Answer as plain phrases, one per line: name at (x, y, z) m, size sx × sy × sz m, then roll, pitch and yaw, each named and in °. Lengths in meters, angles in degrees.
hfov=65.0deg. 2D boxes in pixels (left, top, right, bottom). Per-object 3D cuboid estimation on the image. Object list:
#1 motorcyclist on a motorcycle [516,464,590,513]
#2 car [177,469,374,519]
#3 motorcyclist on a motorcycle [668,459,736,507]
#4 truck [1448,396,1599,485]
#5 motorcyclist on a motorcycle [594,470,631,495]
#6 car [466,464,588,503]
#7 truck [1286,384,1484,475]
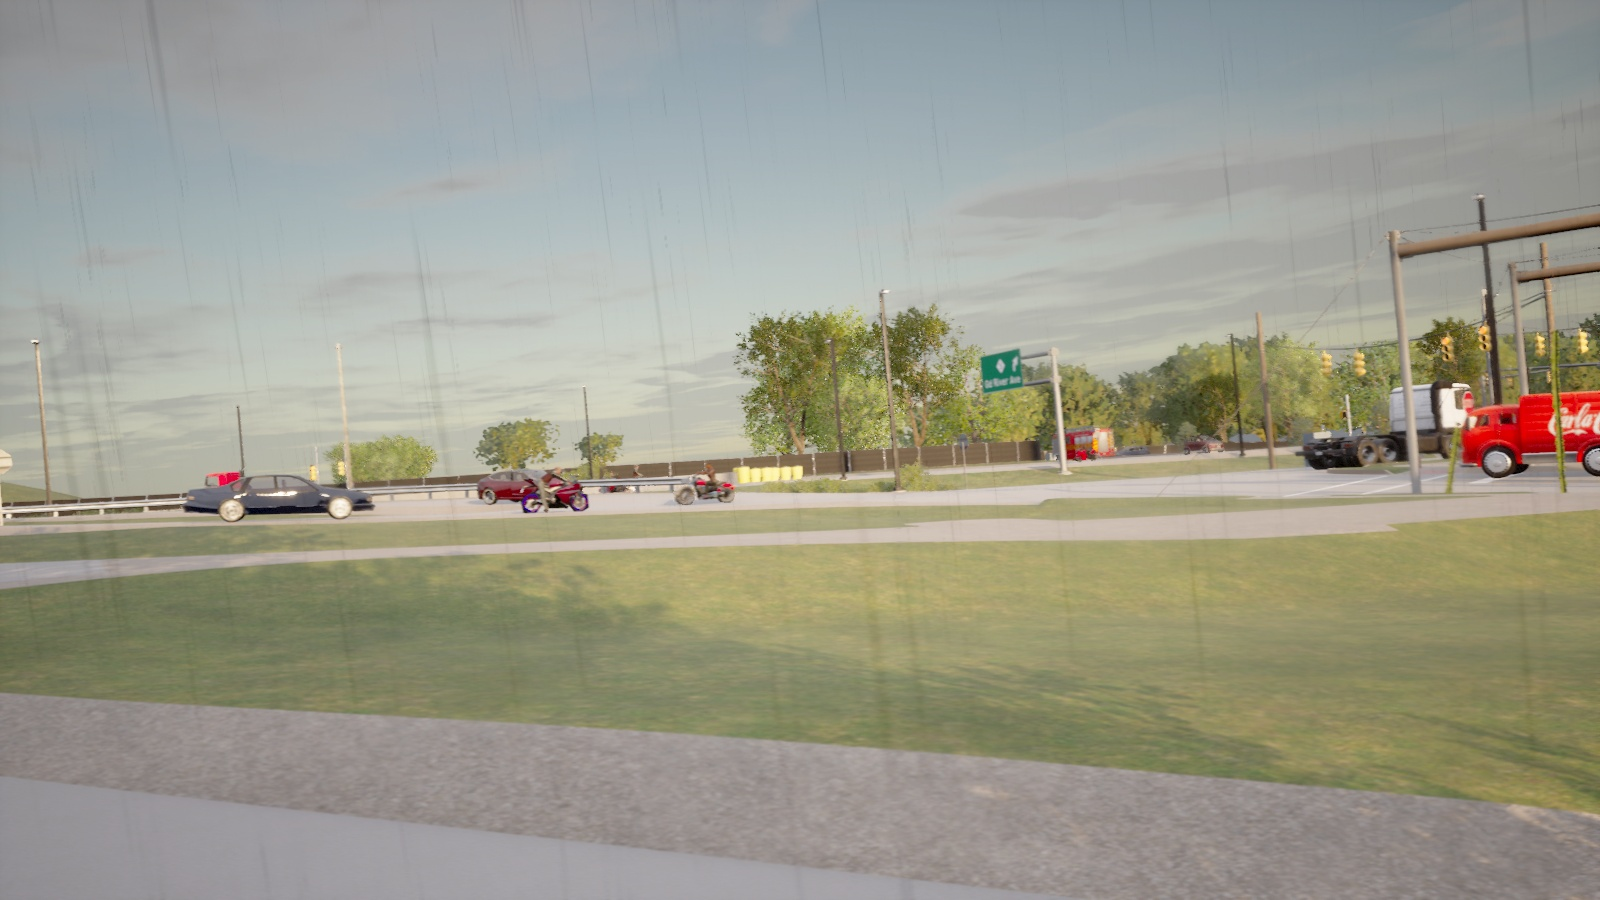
motorcyclist on a motorcycle at (-8.063, 1.260, 40.997) m, size 2.191 × 1.530 × 0.866 m, roll -1°, pitch -2°, yaw -22°
car at (-15.739, 1.315, 37.892) m, size 5.357 × 1.411 × 2.033 m, roll 0°, pitch -2°, yaw -22°
motorcyclist on a motorcycle at (-3.663, 1.218, 46.802) m, size 2.350 × 1.649 × 0.766 m, roll -2°, pitch 0°, yaw -26°
truck at (22.688, -0.305, 37.643) m, size 5.204 × 2.467 × 2.627 m, roll -3°, pitch 1°, yaw 42°
motorcyclist on a motorcycle at (-12.388, 2.165, 82.938) m, size 2.191 × 1.530 × 0.866 m, roll -3°, pitch -1°, yaw -23°
car at (-11.754, 1.454, 54.055) m, size 4.792 × 1.488 × 2.163 m, roll -2°, pitch 1°, yaw 27°
truck at (24.849, -0.872, 53.263) m, size 7.936 × 3.462 × 2.891 m, roll -2°, pitch -1°, yaw -24°
